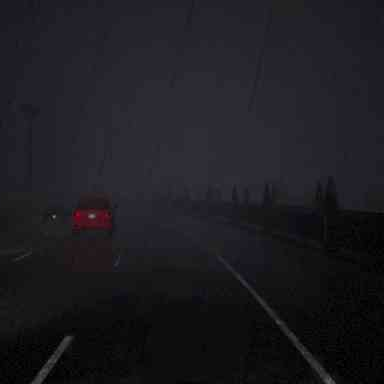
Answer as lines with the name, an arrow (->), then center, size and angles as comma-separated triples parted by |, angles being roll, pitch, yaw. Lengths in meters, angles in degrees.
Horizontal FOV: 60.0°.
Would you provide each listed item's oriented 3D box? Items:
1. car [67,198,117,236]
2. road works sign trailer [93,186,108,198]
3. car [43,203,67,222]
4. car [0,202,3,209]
car -> -5.696, 1.364, 19.748 | 2.150, 2.045, 5.566 | 0, 0, -12
road works sign trailer -> -14.557, 0.843, 52.933 | 2.380, 3.560, 2.880 | 0, 0, -33
car -> -11.701, 1.718, 28.835 | 1.837, 1.490, 4.892 | 0, 0, -17
car -> -23.410, 1.651, 38.966 | 2.097, 1.767, 4.553 | 0, 0, -26
